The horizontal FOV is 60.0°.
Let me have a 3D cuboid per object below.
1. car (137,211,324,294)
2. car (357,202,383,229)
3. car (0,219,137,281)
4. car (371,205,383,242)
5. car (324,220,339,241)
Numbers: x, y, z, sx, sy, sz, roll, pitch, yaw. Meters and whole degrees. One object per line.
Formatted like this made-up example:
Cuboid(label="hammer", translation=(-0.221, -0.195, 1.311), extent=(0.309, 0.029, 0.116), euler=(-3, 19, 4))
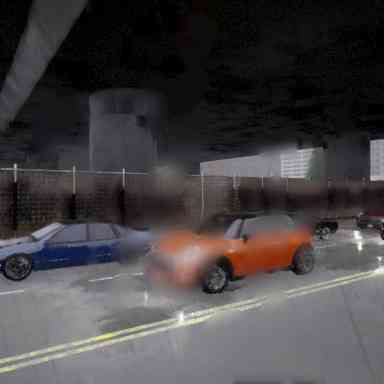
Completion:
Cuboid(label="car", translation=(1.127, 1.351, 8.862), extent=(4.553, 1.767, 2.097), euler=(0, 0, -33))
Cuboid(label="car", translation=(12.053, 1.352, 20.200), extent=(4.553, 1.767, 2.097), euler=(0, 0, -33))
Cuboid(label="car", translation=(-3.474, 1.547, 10.029), extent=(5.357, 1.411, 2.033), euler=(0, 0, -33))
Cuboid(label="car", translation=(10.488, 1.478, 14.995), extent=(5.008, 1.535, 1.882), euler=(0, 0, -33))
Cuboid(label="car", translation=(4.547, 1.601, 15.288), extent=(4.718, 1.301, 1.895), euler=(0, 0, -33))
